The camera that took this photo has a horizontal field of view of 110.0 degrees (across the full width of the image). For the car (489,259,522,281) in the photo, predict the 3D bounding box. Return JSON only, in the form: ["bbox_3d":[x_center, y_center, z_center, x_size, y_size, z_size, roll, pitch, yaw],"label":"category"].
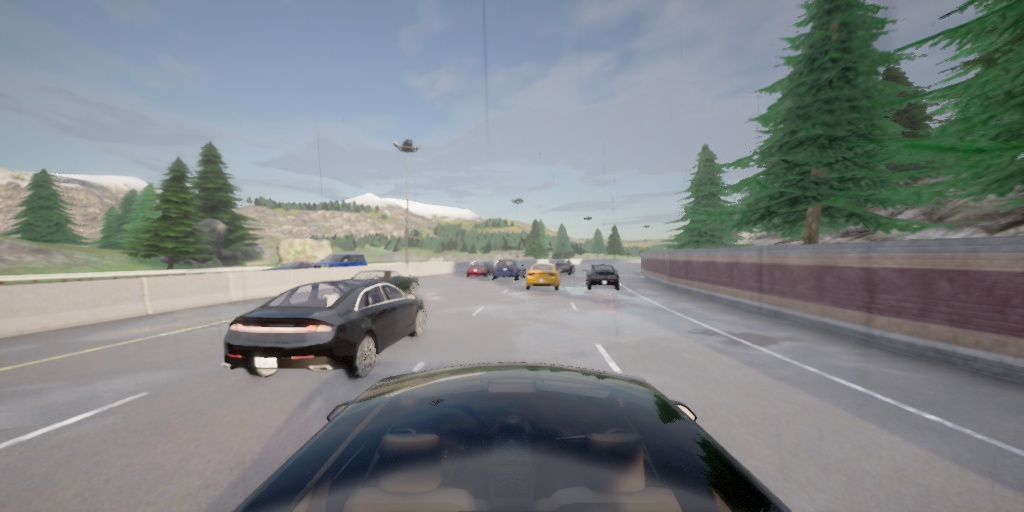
[{"bbox_3d":[-0.095,1.044,30.004,2.097,1.767,4.553,0,0,12],"label":"car"}]

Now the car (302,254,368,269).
[{"bbox_3d":[-14.538,0.822,30.392,2.150,2.045,5.566,0,0,12],"label":"car"}]

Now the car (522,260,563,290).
[{"bbox_3d":[2.010,1.199,22.426,1.882,1.535,5.008,0,0,9],"label":"car"}]

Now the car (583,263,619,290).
[{"bbox_3d":[5.585,1.248,22.553,1.837,1.490,4.892,0,0,9],"label":"car"}]

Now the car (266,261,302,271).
[{"bbox_3d":[-18.088,1.120,30.493,2.033,1.411,5.357,0,0,11],"label":"car"}]

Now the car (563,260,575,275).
[{"bbox_3d":[5.583,1.205,38.062,2.128,1.511,4.902,0,0,16],"label":"car"}]

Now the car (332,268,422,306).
[{"bbox_3d":[-5.932,1.281,16.491,1.895,1.301,4.718,0,0,6],"label":"car"}]

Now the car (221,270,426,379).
[{"bbox_3d":[-3.170,1.209,7.212,2.128,1.511,4.902,0,0,3],"label":"car"}]

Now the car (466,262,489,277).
[{"bbox_3d":[-2.805,1.230,33.834,1.994,1.385,4.181,0,0,13],"label":"car"}]
